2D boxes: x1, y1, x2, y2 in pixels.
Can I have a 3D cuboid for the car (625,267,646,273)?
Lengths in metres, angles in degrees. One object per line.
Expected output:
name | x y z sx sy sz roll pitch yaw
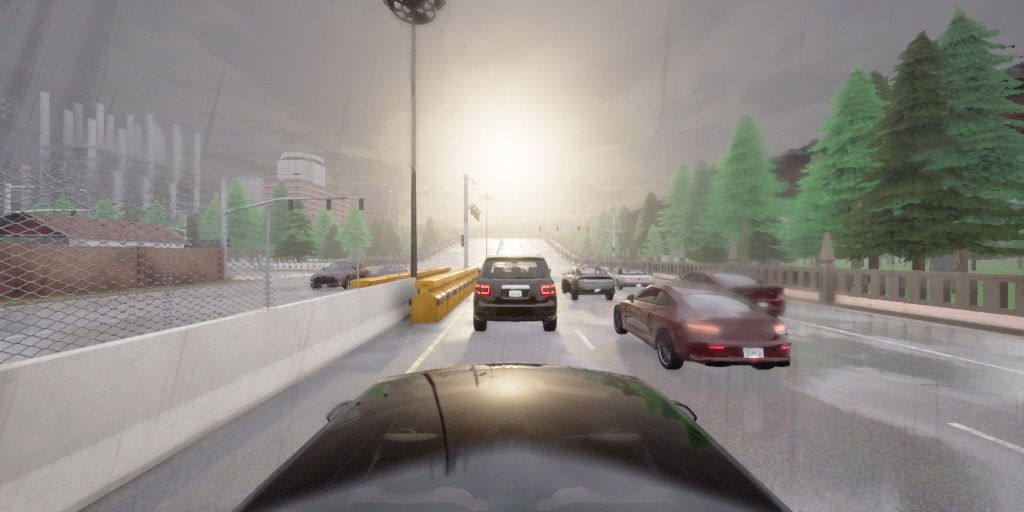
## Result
car | 7.063 1.351 22.203 1.895 1.301 4.718 0 0 0

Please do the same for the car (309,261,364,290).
car | -10.569 1.101 22.432 2.097 1.767 4.553 0 0 0

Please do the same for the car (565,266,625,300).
car | 3.573 1.242 17.453 2.128 1.511 4.902 0 0 0

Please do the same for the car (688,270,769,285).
car | 7.079 1.228 12.592 1.882 1.535 5.008 0 0 0

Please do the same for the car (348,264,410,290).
car | -7.079 1.297 20.712 2.033 1.411 5.357 0 0 0

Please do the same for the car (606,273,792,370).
car | 3.592 1.276 7.632 1.812 1.442 4.674 0 0 0

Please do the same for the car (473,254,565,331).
car | 0.081 0.971 11.072 2.150 2.045 5.566 0 0 0
